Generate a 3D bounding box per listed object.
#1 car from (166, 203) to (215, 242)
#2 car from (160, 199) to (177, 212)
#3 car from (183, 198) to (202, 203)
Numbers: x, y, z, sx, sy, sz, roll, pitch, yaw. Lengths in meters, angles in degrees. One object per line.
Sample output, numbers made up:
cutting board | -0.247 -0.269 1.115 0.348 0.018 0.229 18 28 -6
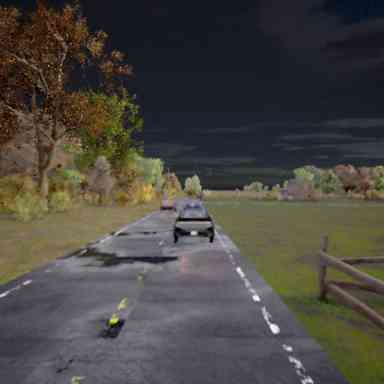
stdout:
car | 0.081 1.531 16.467 2.128 1.511 4.902 0 0 0
car | -2.789 1.577 39.938 1.882 1.535 5.008 0 0 0
car | 0.064 1.442 36.741 2.097 1.767 4.553 0 0 0
